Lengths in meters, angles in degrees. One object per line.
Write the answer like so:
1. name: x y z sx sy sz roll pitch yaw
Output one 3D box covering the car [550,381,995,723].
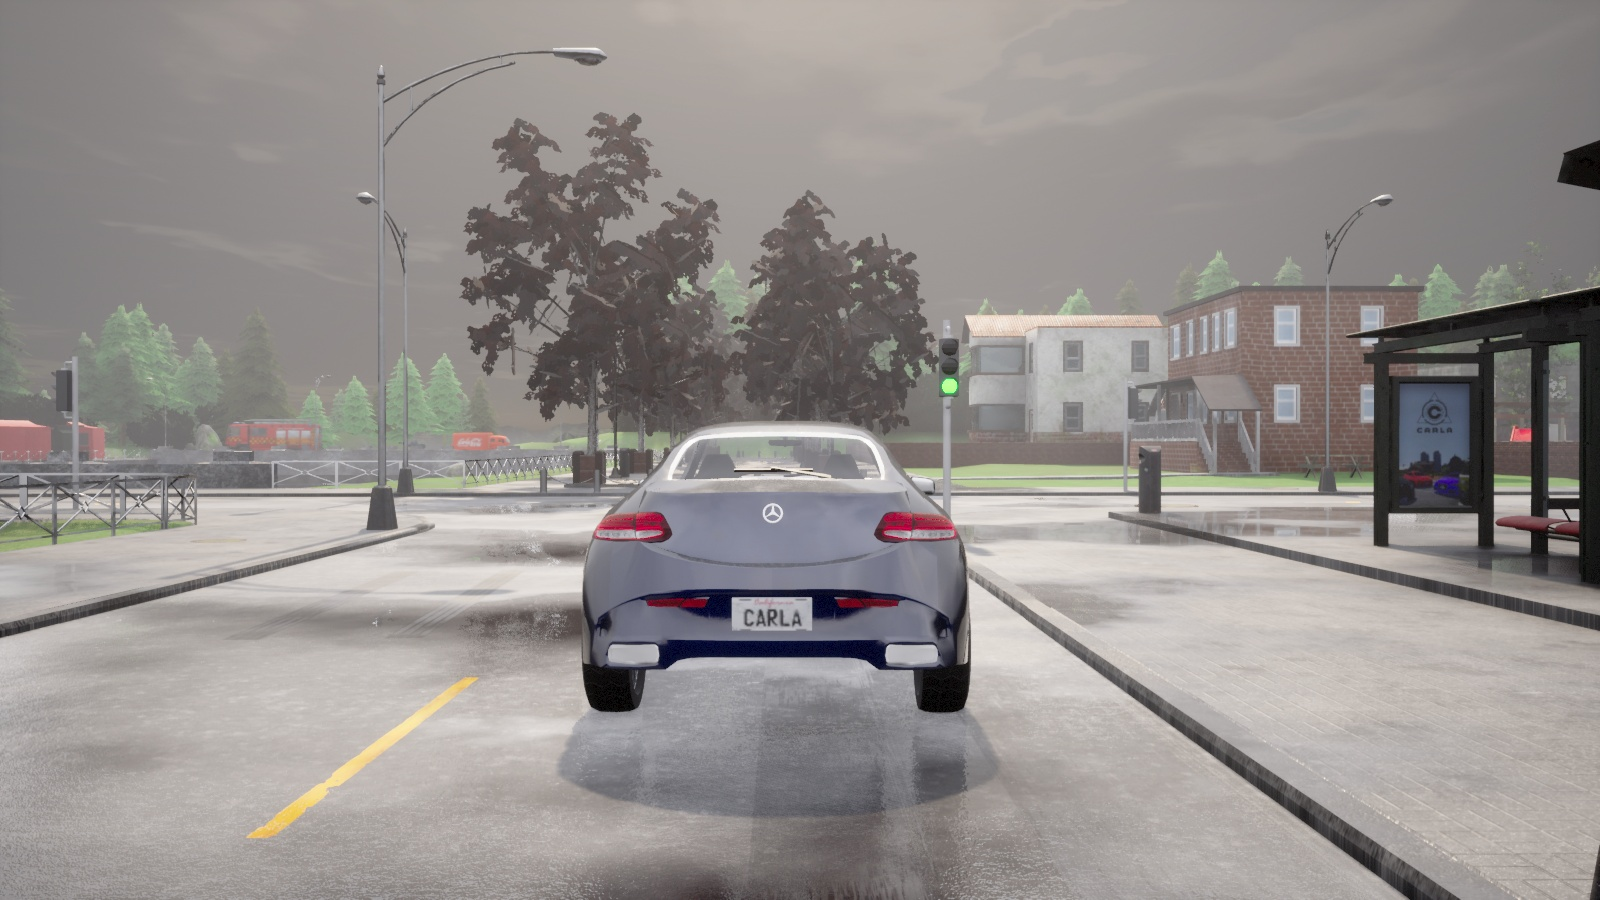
1. car: -0.105 0.477 8.583 2.152 1.651 5.027 0 0 1
